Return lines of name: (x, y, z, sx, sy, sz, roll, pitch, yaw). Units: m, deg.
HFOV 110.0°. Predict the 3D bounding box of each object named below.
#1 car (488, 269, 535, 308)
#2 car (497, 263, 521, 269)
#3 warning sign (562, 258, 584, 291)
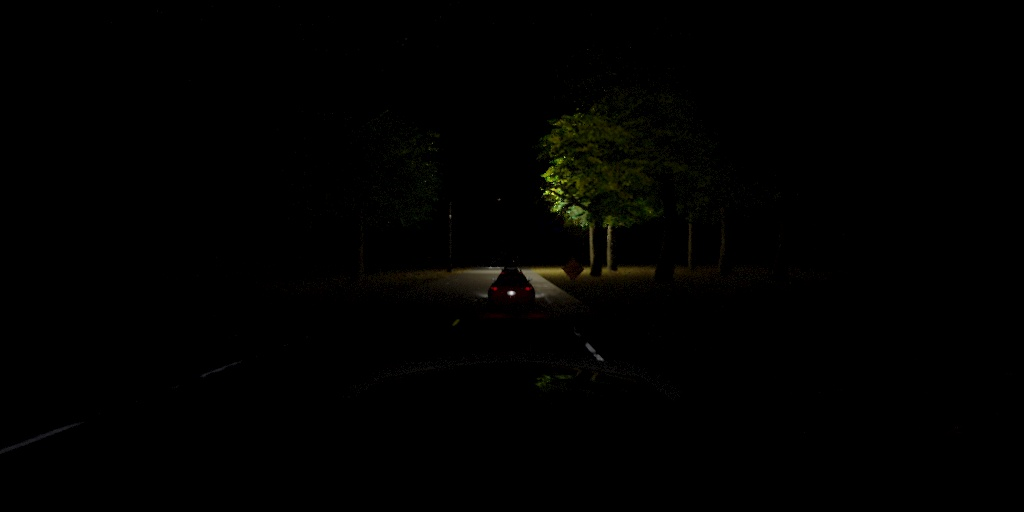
car: (-0.012, 1.451, 16.138, 1.994, 1.385, 4.181, 0, 0, 0)
car: (-0.026, 1.559, 31.198, 1.994, 1.385, 4.181, 0, 0, 0)
warning sign: (3.531, 1.043, 20.811, 1.300, 1.860, 1.060, 0, 0, 0)
